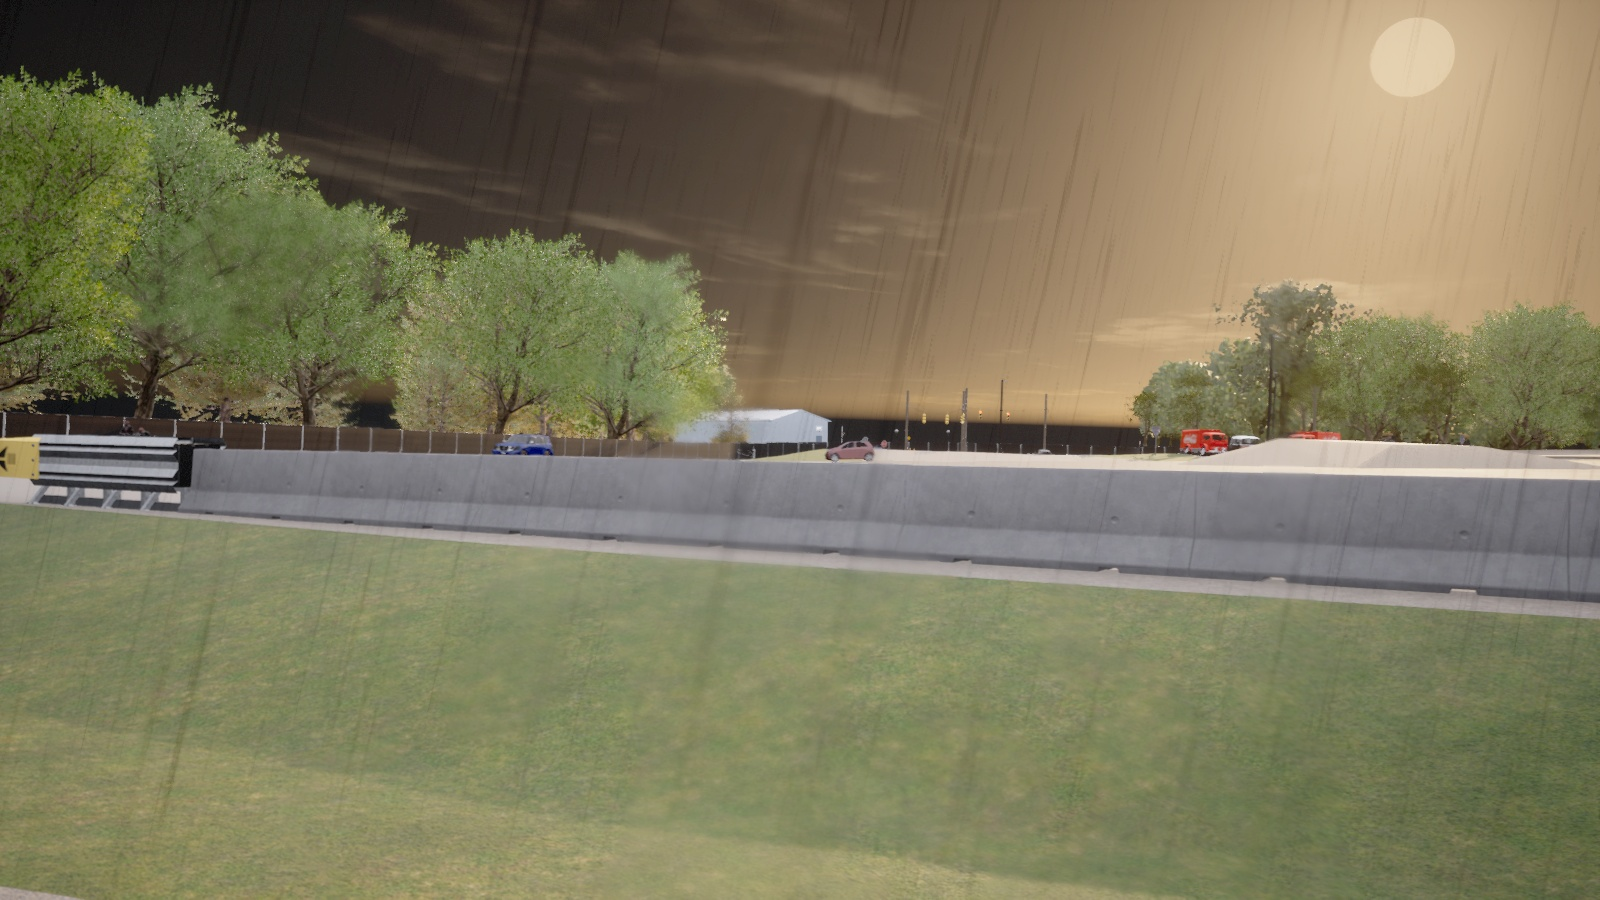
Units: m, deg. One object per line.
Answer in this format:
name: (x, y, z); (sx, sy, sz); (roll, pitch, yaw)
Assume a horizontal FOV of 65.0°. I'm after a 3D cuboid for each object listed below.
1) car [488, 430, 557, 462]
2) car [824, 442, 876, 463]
car: (-19.616, -0.257, 89.038); (2.150, 2.045, 5.566); (3, 0, 18)
car: (3.589, 0.166, 90.209); (3.633, 1.501, 1.845); (0, 0, -2)
